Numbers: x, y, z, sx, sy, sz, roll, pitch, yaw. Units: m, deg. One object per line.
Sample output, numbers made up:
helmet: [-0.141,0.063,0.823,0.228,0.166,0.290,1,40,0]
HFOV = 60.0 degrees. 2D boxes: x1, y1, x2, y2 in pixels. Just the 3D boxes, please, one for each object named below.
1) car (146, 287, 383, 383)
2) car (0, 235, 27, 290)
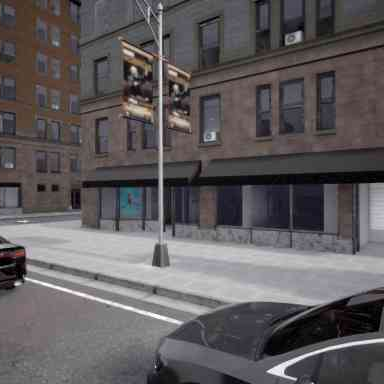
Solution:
car: [1.823,1.505,2.388,4.892,1.490,1.837,0,0,35]
car: [-5.911,1.478,7.878,5.008,1.535,1.882,0,0,35]
